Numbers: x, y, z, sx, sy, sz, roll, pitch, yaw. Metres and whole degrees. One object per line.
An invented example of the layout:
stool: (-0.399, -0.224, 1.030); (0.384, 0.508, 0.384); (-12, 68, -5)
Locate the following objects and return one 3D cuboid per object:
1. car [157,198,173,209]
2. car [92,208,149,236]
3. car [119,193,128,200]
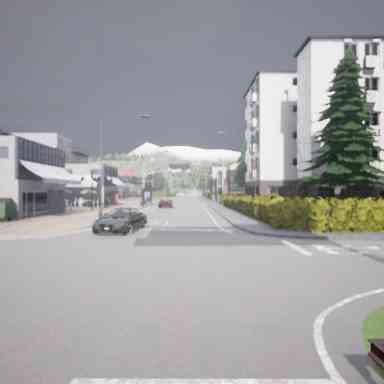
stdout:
car: (-3.527, 1.519, 44.595); (1.895, 1.301, 4.718); (0, 0, 0)
car: (-4.054, 1.630, 19.397); (1.994, 1.385, 4.181); (1, 3, 13)
car: (-18.978, 1.384, 91.953); (2.007, 1.523, 4.514); (0, 0, 0)
